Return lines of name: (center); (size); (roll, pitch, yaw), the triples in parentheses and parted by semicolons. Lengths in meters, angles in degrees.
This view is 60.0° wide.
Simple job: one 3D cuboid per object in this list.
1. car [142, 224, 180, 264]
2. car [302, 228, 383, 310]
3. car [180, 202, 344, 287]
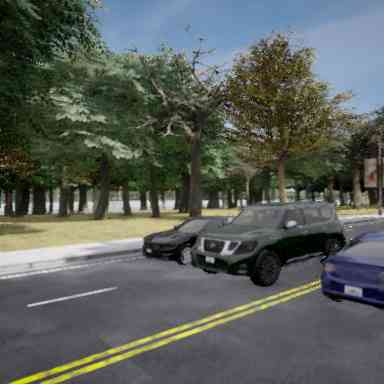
car: (0.488, 1.672, 12.641); (5.008, 1.535, 1.882); (0, -1, -40)
car: (4.610, 1.579, 7.357); (4.674, 1.442, 1.812); (0, -1, -40)
car: (2.563, 1.347, 10.148); (5.566, 2.045, 2.150); (0, -1, -40)
